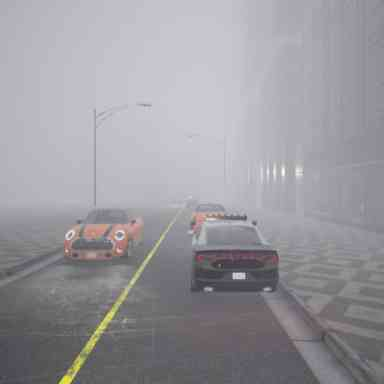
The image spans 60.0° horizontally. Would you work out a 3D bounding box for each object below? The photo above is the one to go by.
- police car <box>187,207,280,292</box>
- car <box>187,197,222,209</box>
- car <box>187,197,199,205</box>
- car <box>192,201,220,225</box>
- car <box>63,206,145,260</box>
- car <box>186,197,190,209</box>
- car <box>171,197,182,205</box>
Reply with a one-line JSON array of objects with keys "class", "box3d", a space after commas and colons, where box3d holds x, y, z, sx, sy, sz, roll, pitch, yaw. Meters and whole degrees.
[{"class": "police car", "box3d": [0.917, 1.427, 9.045, 1.930, 1.638, 5.238, 0, 0, 0]}, {"class": "car", "box3d": [0.938, 1.361, 18.906, 2.097, 1.767, 4.553, 0, 0, 0]}, {"class": "car", "box3d": [0.131, 1.600, 60.397, 2.128, 1.511, 4.902, 0, 0, 0]}, {"class": "car", "box3d": [0.953, 1.496, 24.936, 1.882, 1.535, 5.008, 0, 0, 0]}, {"class": "car", "box3d": [-3.073, 1.356, 12.428, 2.097, 1.767, 4.553, 0, 0, 0]}, {"class": "car", "box3d": [0.113, 1.667, 46.539, 1.895, 1.301, 4.718, 0, 0, 1]}, {"class": "car", "box3d": [-2.864, 1.606, 62.128, 2.128, 1.511, 4.902, 0, 0, 0]}]
